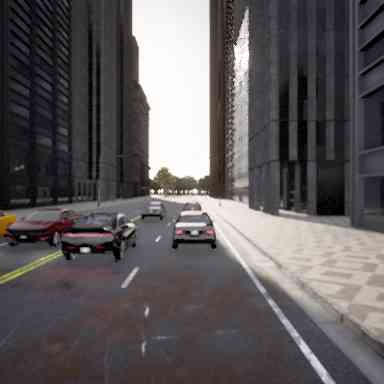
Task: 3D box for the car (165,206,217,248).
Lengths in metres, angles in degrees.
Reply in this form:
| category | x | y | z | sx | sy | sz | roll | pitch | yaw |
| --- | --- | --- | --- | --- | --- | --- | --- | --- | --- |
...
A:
| category | x | y | z | sx | sy | sz | roll | pitch | yaw |
| --- | --- | --- | --- | --- | --- | --- | --- | --- | --- |
| car | 0.098 | 1.564 | 14.923 | 2.033 | 1.411 | 5.357 | 0 | 0 | 0 |

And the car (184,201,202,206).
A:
| category | x | y | z | sx | sy | sz | roll | pitch | yaw |
| --- | --- | --- | --- | --- | --- | --- | --- | --- | --- |
| car | 0.069 | 1.610 | 35.045 | 1.994 | 1.385 | 4.181 | 0 | 0 | 0 |

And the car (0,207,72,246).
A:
| category | x | y | z | sx | sy | sz | roll | pitch | yaw |
| --- | --- | --- | --- | --- | --- | --- | --- | --- | --- |
| car | -6.587 | 1.495 | 15.520 | 1.882 | 1.535 | 5.008 | 0 | 0 | 0 |

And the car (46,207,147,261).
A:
| category | x | y | z | sx | sy | sz | roll | pitch | yaw |
| --- | --- | --- | --- | --- | --- | --- | --- | --- | --- |
| car | -3.151 | 1.504 | 12.240 | 2.128 | 1.511 | 4.902 | 0 | 0 | 0 |

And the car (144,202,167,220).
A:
| category | x | y | z | sx | sy | sz | roll | pitch | yaw |
| --- | --- | --- | --- | --- | --- | --- | --- | --- | --- |
| car | -3.225 | 1.584 | 28.798 | 2.033 | 1.411 | 5.357 | 0 | 0 | 0 |
